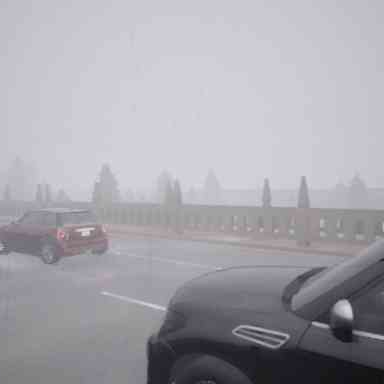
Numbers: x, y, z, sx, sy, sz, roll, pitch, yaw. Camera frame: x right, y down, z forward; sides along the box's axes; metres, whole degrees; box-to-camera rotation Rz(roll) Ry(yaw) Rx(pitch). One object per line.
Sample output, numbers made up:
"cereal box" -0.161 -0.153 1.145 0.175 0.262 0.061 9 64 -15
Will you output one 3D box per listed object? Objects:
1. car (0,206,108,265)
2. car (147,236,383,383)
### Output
"car" -5.158 1.361 11.969 4.553 1.767 2.097 0 0 35
"car" 2.212 1.222 2.415 5.566 2.045 2.150 0 0 35
